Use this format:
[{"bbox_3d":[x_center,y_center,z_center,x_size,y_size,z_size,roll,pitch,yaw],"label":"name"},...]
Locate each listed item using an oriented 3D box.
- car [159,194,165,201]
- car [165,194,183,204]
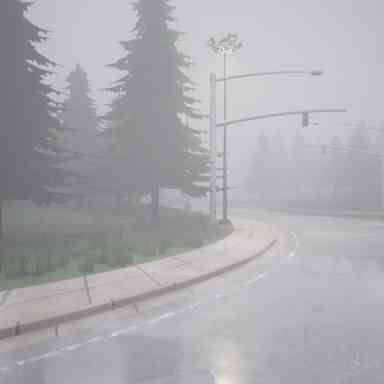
[{"bbox_3d":[-7.009,1.180,75.146,2.150,2.045,5.566,0,0,-21],"label":"car"},{"bbox_3d":[-3.147,1.541,65.400,2.033,1.411,5.357,0,0,-21],"label":"car"}]
